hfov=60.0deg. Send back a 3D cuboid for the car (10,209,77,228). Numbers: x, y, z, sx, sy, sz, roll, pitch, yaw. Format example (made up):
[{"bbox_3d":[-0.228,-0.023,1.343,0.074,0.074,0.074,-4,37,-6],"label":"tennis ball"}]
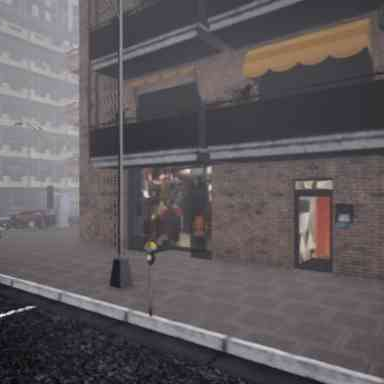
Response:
[{"bbox_3d":[-11.739,2.006,26.021,1.887,1.381,4.507,-1,-1,36],"label":"car"}]

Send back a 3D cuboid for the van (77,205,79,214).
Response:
[{"bbox_3d":[-11.925,1.942,40.141,1.690,1.788,3.998,-1,-1,36],"label":"van"}]
